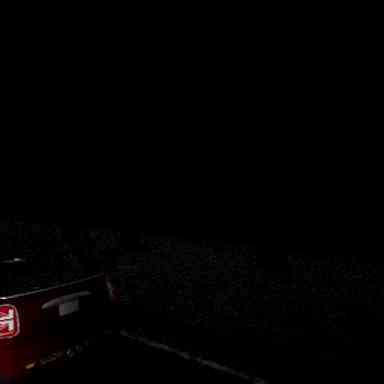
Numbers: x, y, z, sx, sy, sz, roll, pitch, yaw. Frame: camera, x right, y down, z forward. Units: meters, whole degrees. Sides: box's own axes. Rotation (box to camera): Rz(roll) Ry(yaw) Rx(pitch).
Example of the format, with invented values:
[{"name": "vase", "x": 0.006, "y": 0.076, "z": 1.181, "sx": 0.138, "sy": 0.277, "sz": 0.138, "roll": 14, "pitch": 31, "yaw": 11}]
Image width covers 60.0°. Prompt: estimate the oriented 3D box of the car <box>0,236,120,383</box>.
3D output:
[{"name": "car", "x": -3.068, "y": 1.412, "z": 5.154, "sx": 4.097, "sy": 1.590, "sz": 1.967, "roll": 0, "pitch": 0, "yaw": 36}]
